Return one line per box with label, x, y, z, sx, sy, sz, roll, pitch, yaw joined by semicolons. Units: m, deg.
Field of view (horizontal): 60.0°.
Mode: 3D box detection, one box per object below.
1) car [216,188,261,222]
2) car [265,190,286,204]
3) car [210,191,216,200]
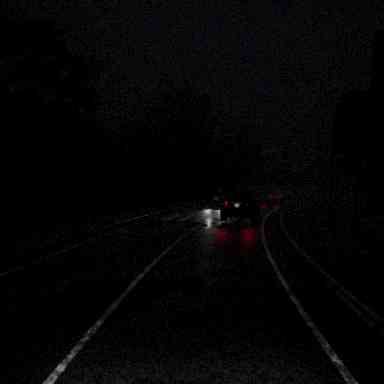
car;3.322;0.800;22.249;2.150;2.045;5.566;1;2;14
car;10.300;0.506;40.782;1.801;1.575;5.366;2;3;25
car;3.194;0.359;33.830;1.812;1.442;4.674;2;2;22
